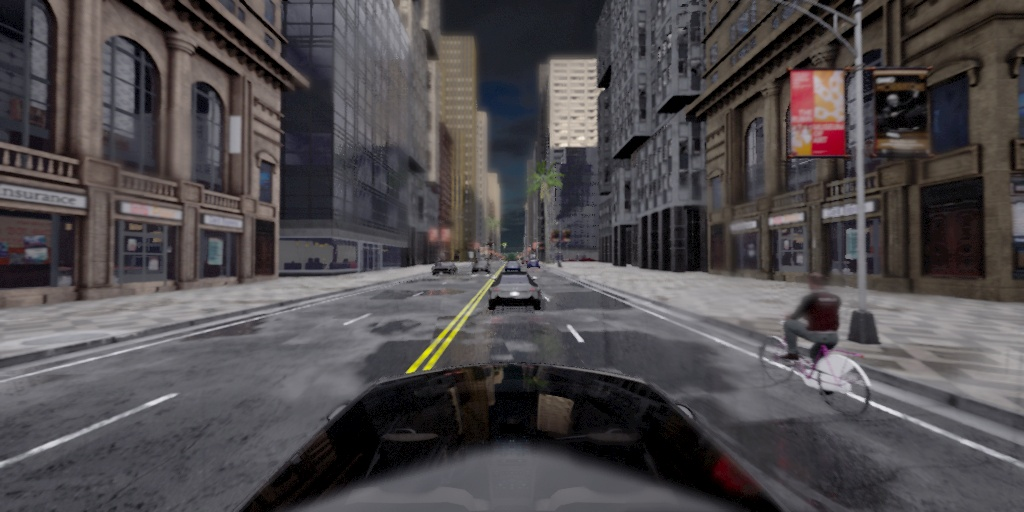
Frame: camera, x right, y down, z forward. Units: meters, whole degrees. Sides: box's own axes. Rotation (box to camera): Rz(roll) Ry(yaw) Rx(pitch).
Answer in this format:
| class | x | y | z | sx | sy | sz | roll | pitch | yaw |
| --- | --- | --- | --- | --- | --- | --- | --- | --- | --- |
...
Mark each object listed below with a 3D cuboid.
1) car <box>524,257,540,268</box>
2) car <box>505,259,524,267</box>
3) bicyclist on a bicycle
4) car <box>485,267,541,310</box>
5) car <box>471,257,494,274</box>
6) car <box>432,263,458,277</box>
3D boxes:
| class | x | y | z | sx | sy | sz | roll | pitch | yaw |
| --- | --- | --- | --- | --- | --- | --- | --- | --- | --- |
| car | 3.342 | 1.211 | 57.144 | 1.812 | 1.442 | 4.674 | 0 | 0 | 0 |
| car | 0.092 | 1.255 | 45.197 | 1.994 | 1.385 | 4.181 | 0 | 0 | 0 |
| bicyclist on a bicycle | 4.144 | 1.121 | 5.086 | 0.659 | 1.776 | 1.843 | 0 | 0 | 0 |
| car | 0.096 | 1.309 | 14.742 | 1.994 | 1.385 | 4.181 | 0 | 0 | 0 |
| car | -3.342 | 1.203 | 39.551 | 1.837 | 1.490 | 4.892 | 0 | 0 | 0 |
| car | -6.600 | 1.307 | 35.579 | 1.895 | 1.301 | 4.718 | 0 | 0 | 0 |
